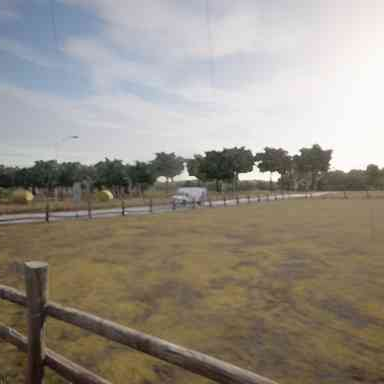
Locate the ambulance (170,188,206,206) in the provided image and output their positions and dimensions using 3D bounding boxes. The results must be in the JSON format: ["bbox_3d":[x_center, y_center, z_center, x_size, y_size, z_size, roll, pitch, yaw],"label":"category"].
[{"bbox_3d":[-0.499,0.678,48.307,2.351,2.431,6.366,2,2,35],"label":"ambulance"}]
